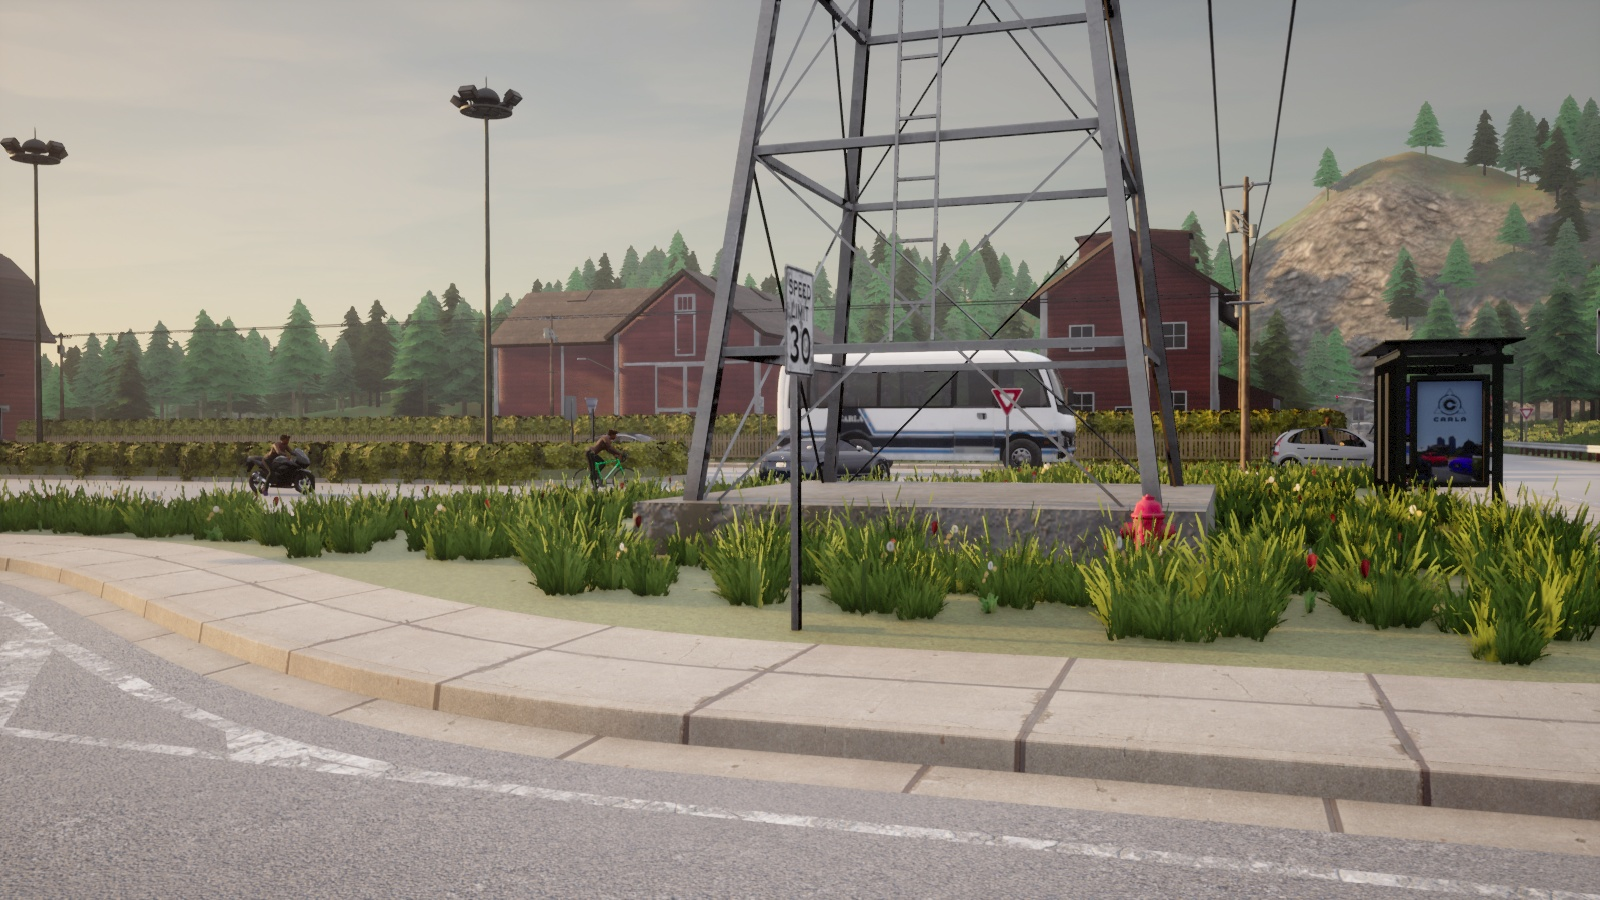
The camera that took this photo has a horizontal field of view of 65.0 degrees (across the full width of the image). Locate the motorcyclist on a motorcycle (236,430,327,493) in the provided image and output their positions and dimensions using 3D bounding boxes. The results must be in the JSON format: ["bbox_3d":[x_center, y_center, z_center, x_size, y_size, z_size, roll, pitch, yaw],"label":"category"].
[{"bbox_3d":[-12.839,0.263,31.104,2.044,1.523,0.797,1,1,18],"label":"motorcyclist on a motorcycle"}]

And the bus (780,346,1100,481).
[{"bbox_3d":[4.833,-1.223,43.161,10.273,4.253,3.944,1,1,19],"label":"bus"}]

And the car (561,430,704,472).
[{"bbox_3d":[-6.265,0.007,47.067,4.902,1.511,2.128,0,1,19],"label":"car"}]

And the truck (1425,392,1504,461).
[{"bbox_3d":[39.341,-1.385,74.593,2.891,3.827,8.468,1,1,20],"label":"truck"}]

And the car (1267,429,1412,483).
[{"bbox_3d":[16.707,0.162,39.067,3.988,1.617,1.851,1,1,18],"label":"car"}]

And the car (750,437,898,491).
[{"bbox_3d":[0.735,0.335,34.874,1.994,1.385,4.181,1,1,38],"label":"car"}]

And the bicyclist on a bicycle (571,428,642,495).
[{"bbox_3d":[-4.746,0.270,30.714,1.656,1.620,0.582,0,1,-14],"label":"bicyclist on a bicycle"}]
